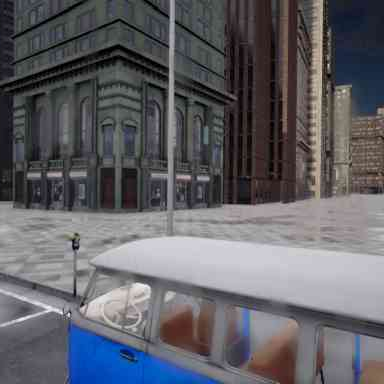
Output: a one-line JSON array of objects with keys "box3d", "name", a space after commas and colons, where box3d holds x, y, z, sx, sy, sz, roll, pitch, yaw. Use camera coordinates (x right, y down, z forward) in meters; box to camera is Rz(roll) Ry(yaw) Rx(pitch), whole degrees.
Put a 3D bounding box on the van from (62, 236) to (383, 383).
[{"box3d": [0.722, 1.341, 2.477, 3.998, 1.788, 1.690, 0, 1, 35], "name": "van"}]
